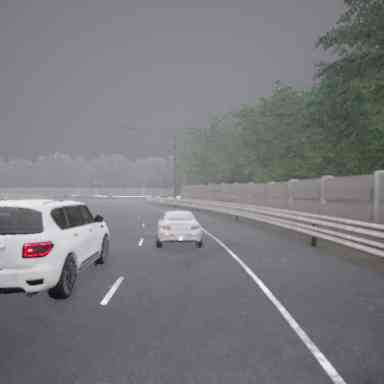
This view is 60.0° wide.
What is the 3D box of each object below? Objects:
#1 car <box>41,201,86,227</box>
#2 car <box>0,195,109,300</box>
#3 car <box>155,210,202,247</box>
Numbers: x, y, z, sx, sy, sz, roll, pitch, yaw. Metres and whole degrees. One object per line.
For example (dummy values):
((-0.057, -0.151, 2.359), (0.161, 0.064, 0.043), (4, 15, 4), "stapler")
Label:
((-8.846, 1.425, 23.371), (2.128, 1.511, 4.902), (1, 0, -11), "car")
((-3.666, 1.195, 8.446), (2.150, 2.045, 5.566), (1, 0, -2), "car")
((-0.642, 1.520, 14.912), (1.812, 1.442, 4.674), (1, 0, -5), "car")
